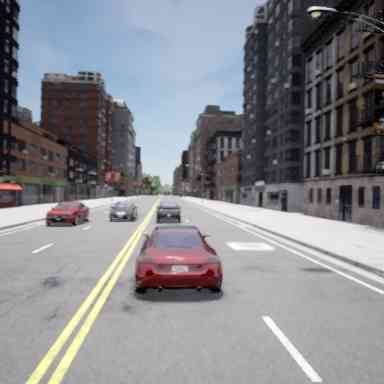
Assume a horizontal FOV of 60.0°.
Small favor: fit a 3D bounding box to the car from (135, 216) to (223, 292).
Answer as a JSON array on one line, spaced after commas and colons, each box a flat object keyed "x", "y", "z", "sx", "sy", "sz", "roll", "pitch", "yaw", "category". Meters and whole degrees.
[{"x": -0.413, "y": 1.574, "z": 8.964, "sx": 1.994, "sy": 1.385, "sz": 4.181, "roll": 1, "pitch": 0, "yaw": -5, "category": "car"}]

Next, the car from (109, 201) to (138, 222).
[{"x": -5.285, "y": 1.442, "z": 26.090, "sx": 2.128, "sy": 1.511, "sz": 4.902, "roll": 1, "pitch": 0, "yaw": -5, "category": "car"}]

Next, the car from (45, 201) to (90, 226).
[{"x": -8.245, "y": 1.365, "z": 22.432, "sx": 1.882, "sy": 1.535, "sz": 5.008, "roll": 1, "pitch": 0, "yaw": -5, "category": "car"}]

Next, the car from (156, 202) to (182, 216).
[{"x": -1.844, "y": 1.508, "z": 26.320, "sx": 2.128, "sy": 1.511, "sz": 4.902, "roll": 1, "pitch": 0, "yaw": -5, "category": "car"}]
